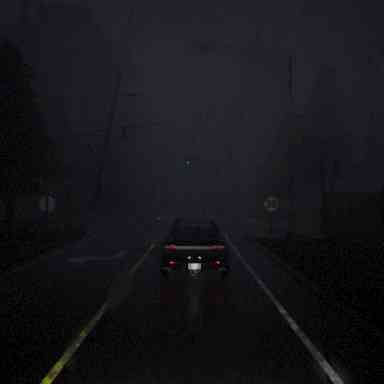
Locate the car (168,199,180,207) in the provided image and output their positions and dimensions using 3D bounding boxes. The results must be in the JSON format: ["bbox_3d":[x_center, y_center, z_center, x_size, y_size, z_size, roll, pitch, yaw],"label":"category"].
[{"bbox_3d":[-3.455,2.128,65.269,1.994,1.385,4.181,0,0,1],"label":"car"}]

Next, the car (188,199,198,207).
[{"bbox_3d":[0.174,2.118,64.053,1.994,1.385,4.181,0,-1,0],"label":"car"}]

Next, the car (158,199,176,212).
[{"bbox_3d":[-3.532,1.924,46.009,1.812,1.442,4.674,0,0,0],"label":"car"}]

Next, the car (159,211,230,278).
[{"bbox_3d":[0.083,1.584,10.419,2.128,1.511,4.902,0,0,0],"label":"car"}]

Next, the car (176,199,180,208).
[{"bbox_3d":[-3.522,1.956,55.299,1.882,1.535,5.008,0,0,0],"label":"car"}]
